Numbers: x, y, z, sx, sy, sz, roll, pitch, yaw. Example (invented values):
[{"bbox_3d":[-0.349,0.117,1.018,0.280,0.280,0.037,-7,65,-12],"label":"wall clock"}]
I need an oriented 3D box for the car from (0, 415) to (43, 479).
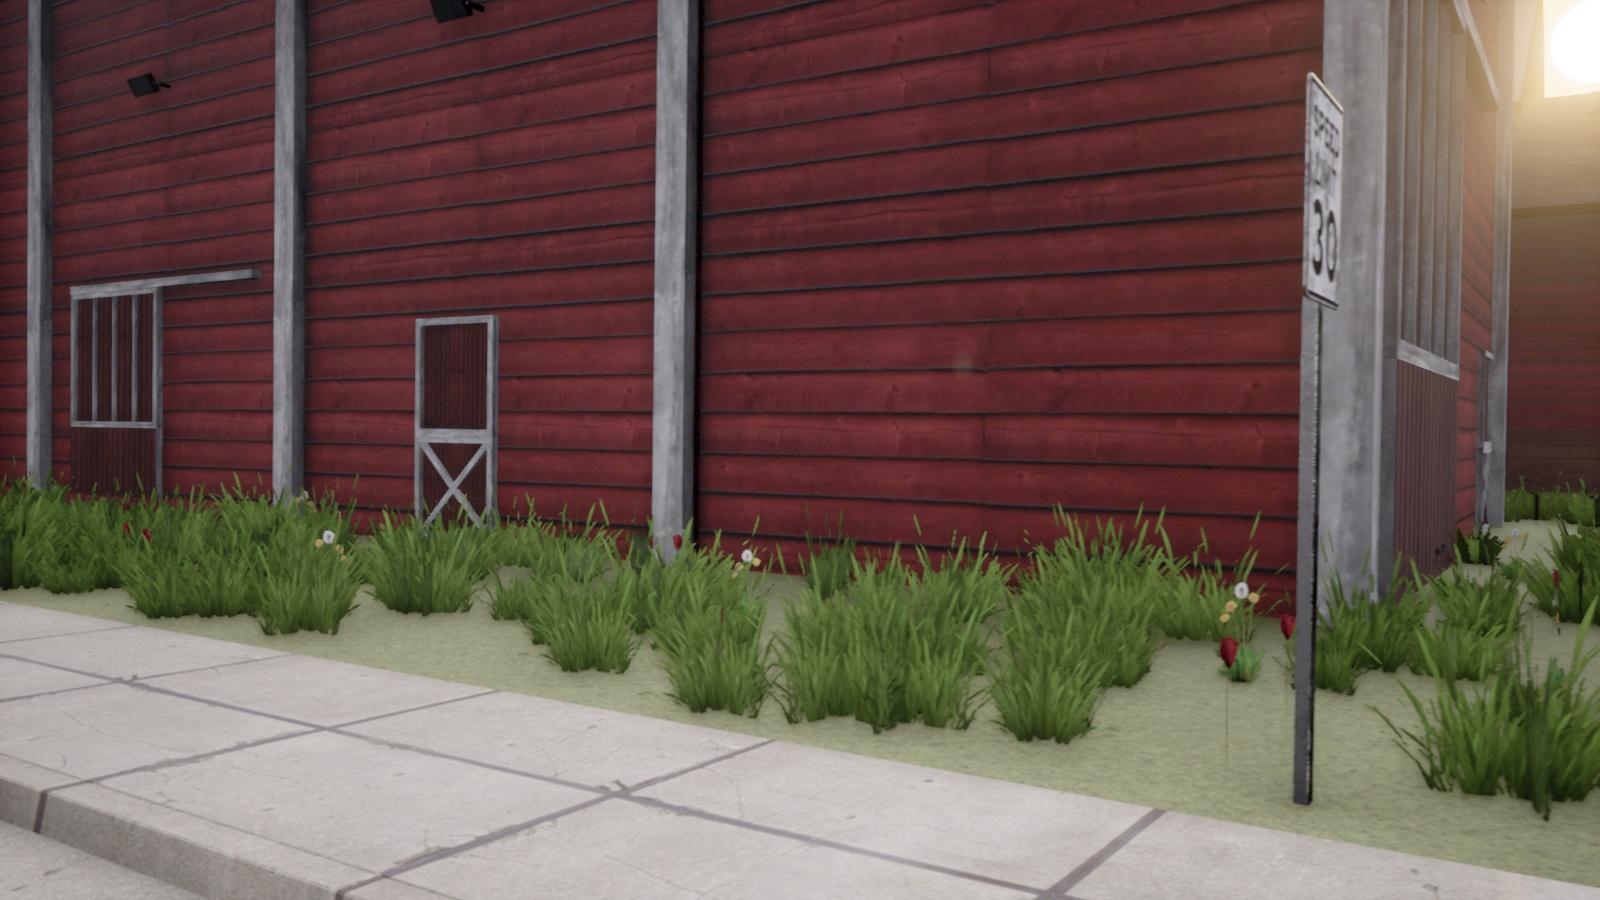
[{"bbox_3d":[-27.461,-0.086,39.770,2.150,2.045,5.566,0,1,33],"label":"car"}]
